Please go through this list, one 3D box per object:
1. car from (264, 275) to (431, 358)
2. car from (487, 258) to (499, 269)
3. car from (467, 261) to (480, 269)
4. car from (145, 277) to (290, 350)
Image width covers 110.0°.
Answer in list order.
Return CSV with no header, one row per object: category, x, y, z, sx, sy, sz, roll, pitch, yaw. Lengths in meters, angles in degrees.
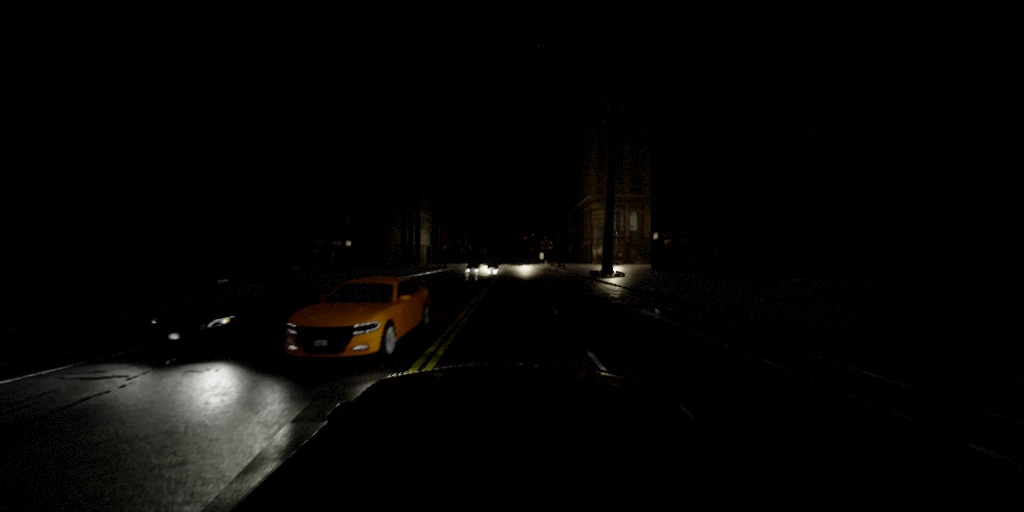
car,-3.349,1.261,8.769,1.882,1.535,5.008,0,0,0
car,-3.248,1.483,60.910,2.128,1.511,4.902,0,0,0
car,-6.497,1.517,60.940,1.812,1.442,4.674,0,0,0
car,-6.600,1.312,9.344,1.812,1.442,4.674,0,0,0
